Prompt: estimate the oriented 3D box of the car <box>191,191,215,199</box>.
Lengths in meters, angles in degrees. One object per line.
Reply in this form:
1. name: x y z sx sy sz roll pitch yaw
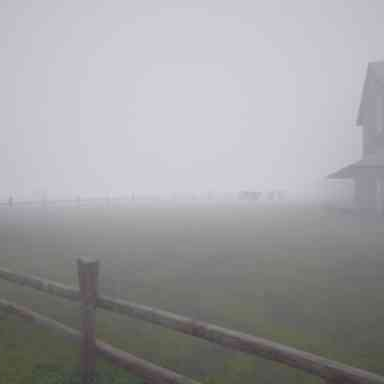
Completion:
1. car: 1.870 0.594 58.161 1.882 1.535 5.008 0 1 44
